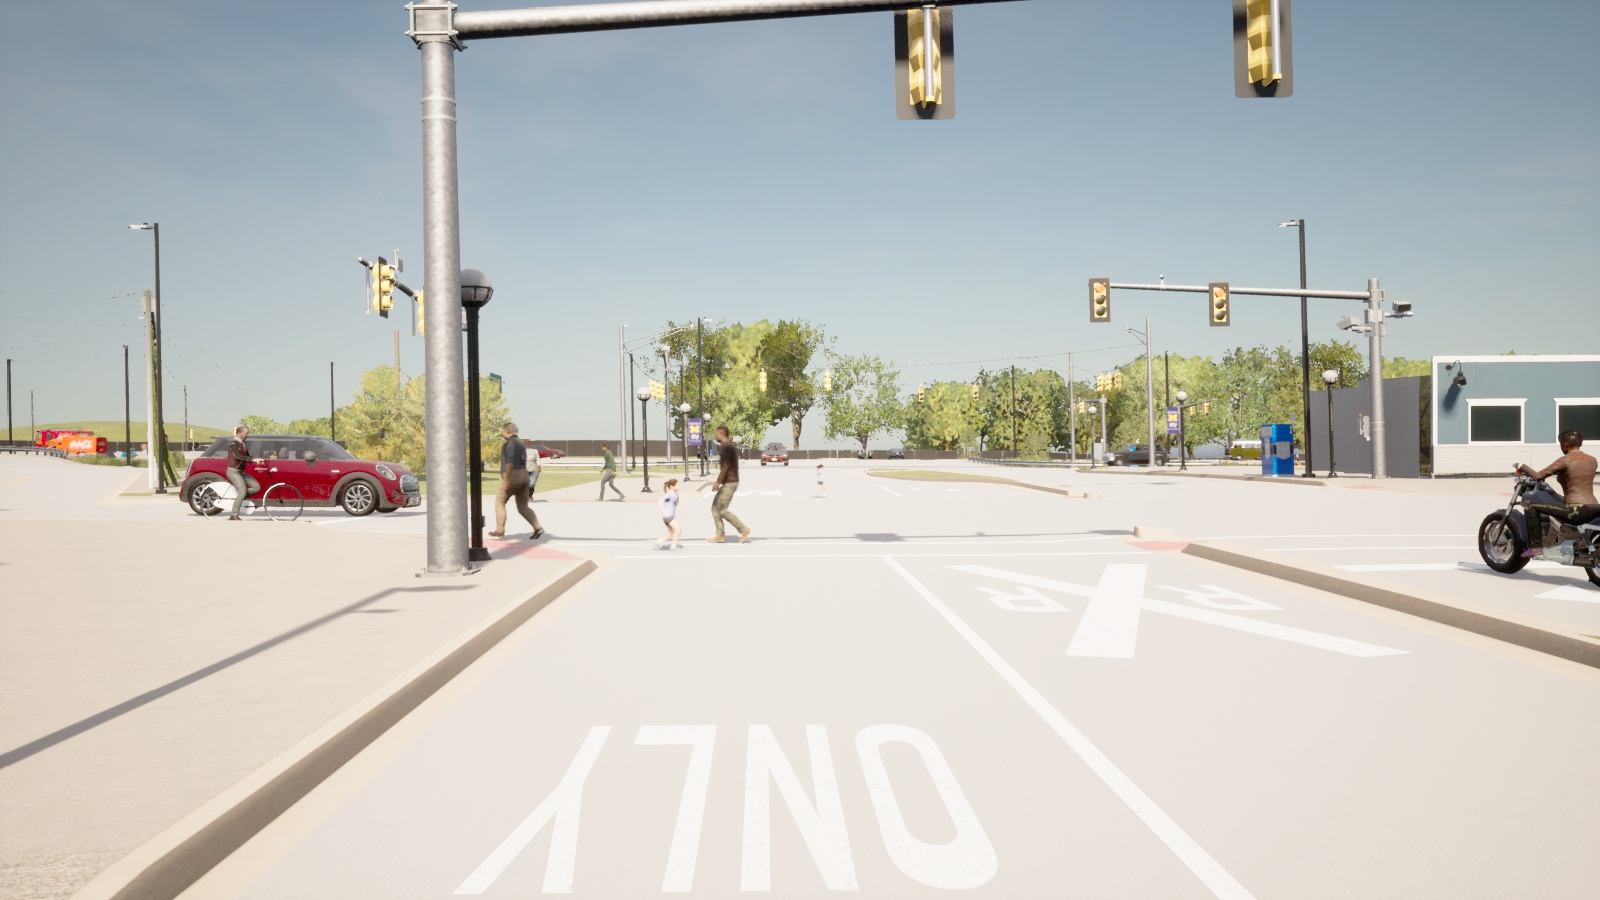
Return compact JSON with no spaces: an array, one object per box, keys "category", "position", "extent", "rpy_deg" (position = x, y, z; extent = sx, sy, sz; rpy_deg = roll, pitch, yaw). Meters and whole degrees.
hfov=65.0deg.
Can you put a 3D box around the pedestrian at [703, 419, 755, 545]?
[{"category":"pedestrian","position":[-1.060,0.477,18.867],"extent":[0.703,1.840,0.431],"rpy_deg":[-2,-1,0]}]

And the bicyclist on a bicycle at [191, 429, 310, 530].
[{"category":"bicyclist on a bicycle","position":[-9.852,0.525,22.564],"extent":[1.843,1.776,0.659],"rpy_deg":[0,-1,-2]}]

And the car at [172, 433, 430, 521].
[{"category":"car","position":[-10.302,0.550,26.207],"extent":[4.553,1.767,2.097],"rpy_deg":[0,-1,-2]}]

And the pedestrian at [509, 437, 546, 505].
[{"category":"pedestrian","position":[-7.558,0.582,34.902],"extent":[0.874,1.855,0.900],"rpy_deg":[-2,-1,-7]}]

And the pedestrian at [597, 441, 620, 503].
[{"category":"pedestrian","position":[-5.766,0.668,37.763],"extent":[0.614,1.847,0.353],"rpy_deg":[-2,-1,-4]}]

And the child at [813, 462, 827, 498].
[{"category":"child","position":[0.630,0.935,39.097],"extent":[0.394,1.110,0.255],"rpy_deg":[-2,-1,-3]}]

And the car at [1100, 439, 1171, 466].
[{"category":"car","position":[24.323,0.215,91.158],"extent":[4.605,1.855,1.932],"rpy_deg":[-1,-1,-1]}]

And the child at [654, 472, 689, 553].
[{"category":"child","position":[-1.814,0.878,17.721],"extent":[0.394,1.110,0.255],"rpy_deg":[-2,-1,11]}]

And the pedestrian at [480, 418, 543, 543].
[{"category":"pedestrian","position":[-4.350,0.461,18.946],"extent":[0.694,1.848,0.540],"rpy_deg":[-2,-1,24]}]

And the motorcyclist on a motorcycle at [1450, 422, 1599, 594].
[{"category":"motorcyclist on a motorcycle","position":[7.965,0.535,13.254],"extent":[0.766,1.649,2.350],"rpy_deg":[-1,1,-6]}]
